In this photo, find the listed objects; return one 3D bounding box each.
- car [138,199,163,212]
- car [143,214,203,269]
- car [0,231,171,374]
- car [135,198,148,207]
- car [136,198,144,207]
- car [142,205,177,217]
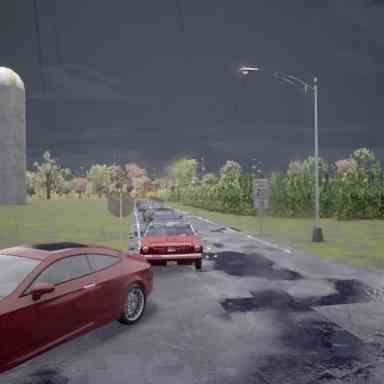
[{"bbox_3d":[-2.981,1.616,26.553,2.128,1.511,4.902,-1,0,-10],"label":"car"},{"bbox_3d":[-0.743,1.665,11.376,1.895,1.301,4.718,-1,0,-5],"label":"car"},{"bbox_3d":[-2.392,1.557,5.059,1.812,1.442,4.674,0,-1,29],"label":"car"},{"bbox_3d":[-8.927,1.816,58.473,2.033,1.411,5.357,-1,0,-11],"label":"car"},{"bbox_3d":[-5.803,1.756,42.035,1.994,1.385,4.181,-1,0,-11],"label":"car"},{"bbox_3d":[-1.459,1.650,17.822,1.994,1.385,4.181,-1,0,-10],"label":"car"}]
